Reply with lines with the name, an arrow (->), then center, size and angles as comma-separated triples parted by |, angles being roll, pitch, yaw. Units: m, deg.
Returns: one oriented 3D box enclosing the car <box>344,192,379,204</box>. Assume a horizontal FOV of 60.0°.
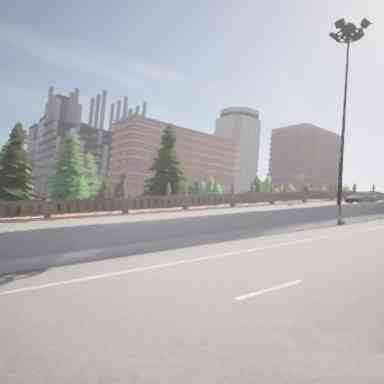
car -> 20.776, 0.704, 40.592 | 5.357, 1.411, 2.033 | -1, 1, -36
